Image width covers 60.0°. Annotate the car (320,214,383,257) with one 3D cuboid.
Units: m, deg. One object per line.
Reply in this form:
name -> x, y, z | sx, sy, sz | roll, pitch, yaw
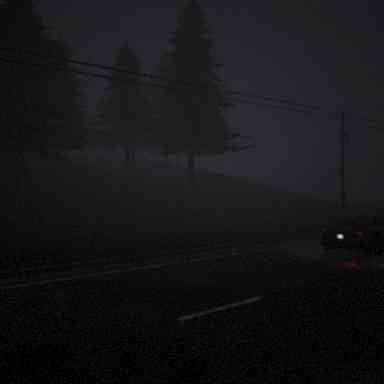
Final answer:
car -> 6.966, 1.567, 13.086 | 4.181, 1.385, 1.994 | 0, 0, -35
